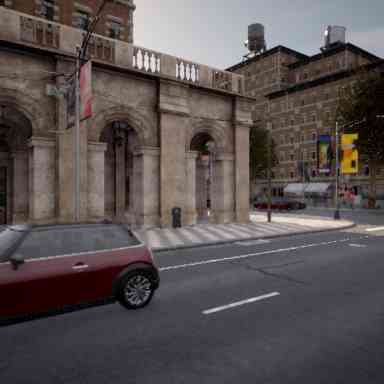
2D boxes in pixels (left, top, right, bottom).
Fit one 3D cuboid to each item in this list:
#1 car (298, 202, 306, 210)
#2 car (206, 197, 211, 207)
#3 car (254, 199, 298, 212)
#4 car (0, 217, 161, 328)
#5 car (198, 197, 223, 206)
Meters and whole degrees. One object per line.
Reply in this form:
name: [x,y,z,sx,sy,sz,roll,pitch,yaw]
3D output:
car: [12.233,1.564,42.014,1.994,1.385,4.181,0,0,-36]
car: [1.151,1.595,46.040,1.895,1.301,4.718,0,0,-36]
car: [9.689,1.601,39.554,1.895,1.301,4.718,0,0,-36]
car: [-2.934,1.352,6.210,4.553,1.767,2.097,0,0,-36]
car: [3.044,1.563,54.810,1.994,1.385,4.181,0,0,-36]
